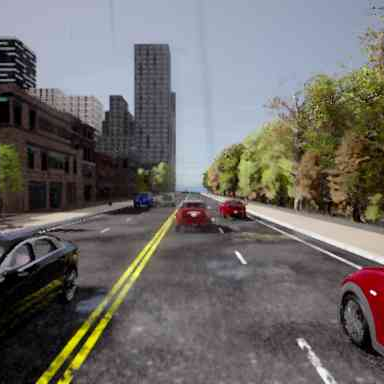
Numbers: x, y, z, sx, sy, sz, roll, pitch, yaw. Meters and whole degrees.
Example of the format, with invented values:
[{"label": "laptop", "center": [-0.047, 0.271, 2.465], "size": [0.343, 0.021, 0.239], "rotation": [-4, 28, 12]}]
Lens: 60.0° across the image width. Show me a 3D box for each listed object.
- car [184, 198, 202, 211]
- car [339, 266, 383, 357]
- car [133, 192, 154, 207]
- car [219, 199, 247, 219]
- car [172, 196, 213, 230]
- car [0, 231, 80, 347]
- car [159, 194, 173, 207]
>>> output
[{"label": "car", "center": [0.088, 1.378, 38.516], "size": [1.994, 1.385, 4.181], "rotation": [0, 0, 0]}, {"label": "car", "center": [3.349, 1.336, 3.379], "size": [2.097, 1.767, 4.553], "rotation": [0, 0, 0]}, {"label": "car", "center": [-6.563, 1.004, 45.525], "size": [2.150, 2.045, 5.566], "rotation": [0, 0, 0]}, {"label": "car", "center": [3.348, 1.343, 27.930], "size": [1.882, 1.535, 5.008], "rotation": [0, 1, 0]}, {"label": "car", "center": [0.099, 1.254, 20.200], "size": [2.097, 1.767, 4.553], "rotation": [0, 0, 0]}, {"label": "car", "center": [-3.338, 1.466, 5.298], "size": [2.128, 1.511, 4.902], "rotation": [0, 0, 0]}, {"label": "car", "center": [-3.313, 1.130, 45.615], "size": [2.097, 1.767, 4.553], "rotation": [0, 0, 0]}]
